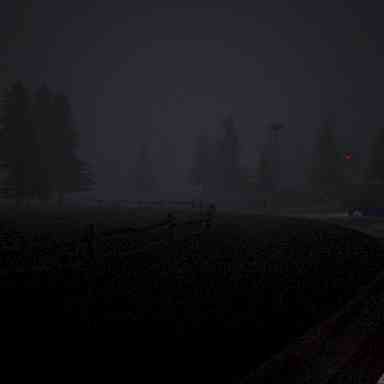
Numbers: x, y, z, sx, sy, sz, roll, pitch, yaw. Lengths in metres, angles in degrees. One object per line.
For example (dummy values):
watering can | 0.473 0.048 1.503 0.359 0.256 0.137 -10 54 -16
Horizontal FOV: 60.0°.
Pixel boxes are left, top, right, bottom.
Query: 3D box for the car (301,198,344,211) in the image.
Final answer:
car | 15.839 1.477 40.660 5.008 1.535 1.882 0 0 41

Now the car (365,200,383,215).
car | 19.574 1.564 32.806 4.181 1.385 1.994 0 0 41

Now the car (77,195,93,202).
car | -24.185 1.500 75.118 4.892 1.490 1.837 0 0 41

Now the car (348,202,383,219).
car | 15.416 1.601 27.147 4.718 1.301 1.895 0 0 41

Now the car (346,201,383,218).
car | 16.729 1.564 30.638 4.181 1.385 1.994 0 0 41
